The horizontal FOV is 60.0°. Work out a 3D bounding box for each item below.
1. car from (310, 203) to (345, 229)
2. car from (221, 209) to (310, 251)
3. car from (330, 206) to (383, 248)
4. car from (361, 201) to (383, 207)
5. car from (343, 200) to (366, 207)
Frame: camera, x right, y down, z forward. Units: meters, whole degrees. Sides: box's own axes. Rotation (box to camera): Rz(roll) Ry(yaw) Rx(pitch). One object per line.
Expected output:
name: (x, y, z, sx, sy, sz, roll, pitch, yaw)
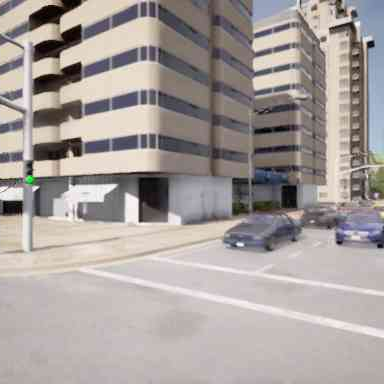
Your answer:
car: (8.701, 1.686, 22.571, 1.994, 1.385, 4.181, 0, 0, 35)
car: (3.381, 1.646, 15.031, 2.033, 1.411, 5.357, 0, 0, 35)
car: (8.036, 1.619, 15.522, 1.812, 1.442, 4.674, 0, 0, 35)
car: (13.342, 1.595, 23.082, 1.882, 1.535, 5.008, 0, 0, 35)
car: (14.472, 1.673, 30.742, 1.812, 1.442, 4.674, 0, 0, 35)
